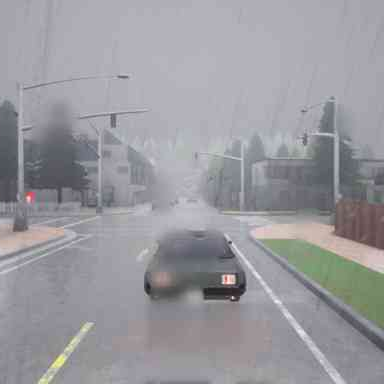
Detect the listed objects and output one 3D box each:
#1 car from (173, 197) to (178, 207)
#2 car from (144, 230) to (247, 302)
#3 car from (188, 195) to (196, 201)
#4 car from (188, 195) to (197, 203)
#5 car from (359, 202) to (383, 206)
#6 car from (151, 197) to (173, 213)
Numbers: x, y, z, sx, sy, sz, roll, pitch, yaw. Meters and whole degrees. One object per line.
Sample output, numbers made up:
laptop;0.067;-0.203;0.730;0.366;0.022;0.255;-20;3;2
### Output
car;-3.583;1.503;50.338;1.837;1.490;4.892;0;0;0
car;0.070;1.601;8.225;1.895;1.301;4.718;0;0;0
car;0.017;1.478;81.492;1.882;1.535;5.008;0;0;0
car;0.018;1.595;71.456;1.895;1.301;4.718;0;0;0
car;15.305;1.582;29.288;4.718;1.301;1.895;0;0;-8
car;-3.536;1.478;38.038;1.882;1.535;5.008;0;0;-1
